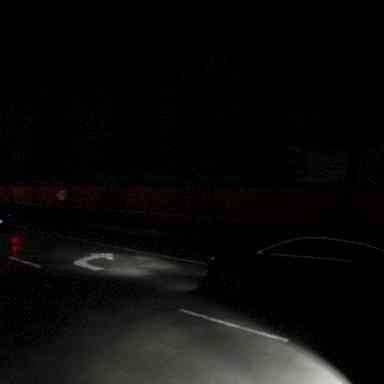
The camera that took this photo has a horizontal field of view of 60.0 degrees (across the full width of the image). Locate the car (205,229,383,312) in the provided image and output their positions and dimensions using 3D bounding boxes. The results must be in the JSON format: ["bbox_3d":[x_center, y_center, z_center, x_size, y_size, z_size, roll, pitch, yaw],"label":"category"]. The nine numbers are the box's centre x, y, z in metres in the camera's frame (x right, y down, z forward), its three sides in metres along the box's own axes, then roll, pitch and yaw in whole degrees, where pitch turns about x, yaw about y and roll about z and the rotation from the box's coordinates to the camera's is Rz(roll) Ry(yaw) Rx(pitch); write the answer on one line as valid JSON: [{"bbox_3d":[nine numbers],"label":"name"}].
[{"bbox_3d":[2.541,1.490,6.593,4.902,1.511,2.128,1,0,36],"label":"car"}]

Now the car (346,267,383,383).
[{"bbox_3d":[3.234,1.595,1.768,4.181,1.385,1.994,1,0,35],"label":"car"}]

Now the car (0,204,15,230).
[{"bbox_3d":[-11.388,1.303,18.419,4.674,1.442,1.812,1,0,43],"label":"car"}]
